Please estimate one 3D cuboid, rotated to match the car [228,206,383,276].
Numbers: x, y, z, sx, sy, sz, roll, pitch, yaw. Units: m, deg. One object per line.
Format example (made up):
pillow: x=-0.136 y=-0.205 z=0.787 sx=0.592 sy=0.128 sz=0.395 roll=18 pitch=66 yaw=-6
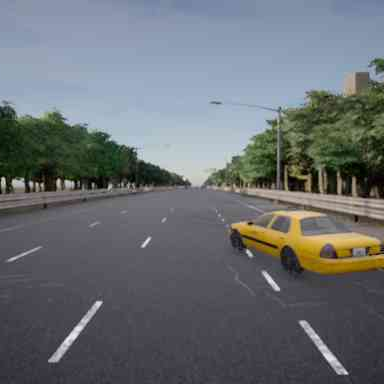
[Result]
car: x=2.748 y=1.164 z=9.473 sx=1.801 sy=1.575 sz=5.366 roll=-1 pitch=2 yaw=-18
